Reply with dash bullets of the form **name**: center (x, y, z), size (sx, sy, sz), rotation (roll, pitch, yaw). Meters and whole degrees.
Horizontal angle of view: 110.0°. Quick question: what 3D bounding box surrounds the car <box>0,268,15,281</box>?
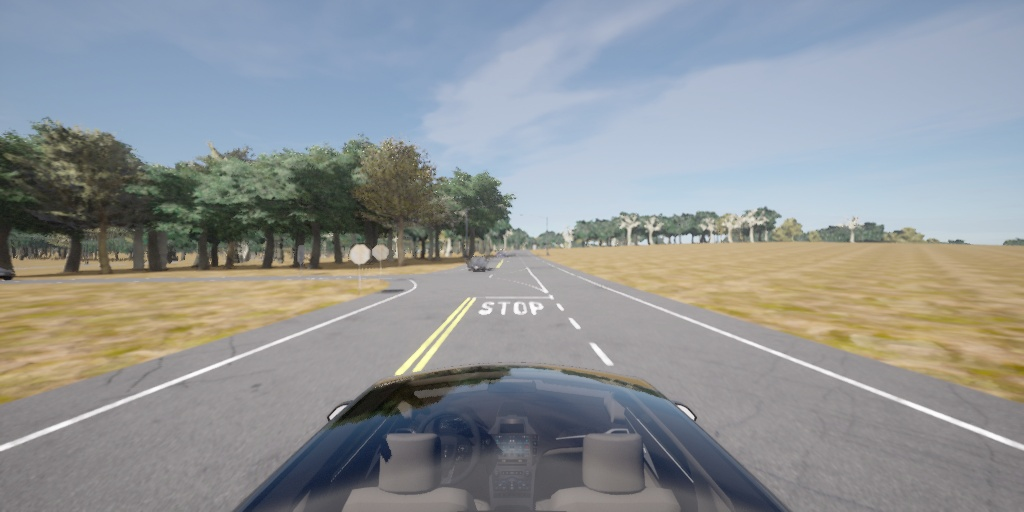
- **car**: center (-48.361, 1.618, 32.635), size (4.181, 1.385, 1.994), rotation (-1, -1, 1)

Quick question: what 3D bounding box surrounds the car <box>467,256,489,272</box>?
- **car**: center (-3.478, 0.827, 37.294), size (1.837, 1.490, 4.892), rotation (-1, 2, 0)
